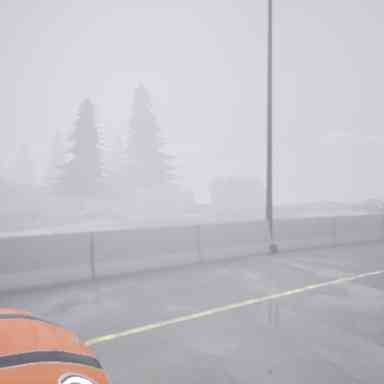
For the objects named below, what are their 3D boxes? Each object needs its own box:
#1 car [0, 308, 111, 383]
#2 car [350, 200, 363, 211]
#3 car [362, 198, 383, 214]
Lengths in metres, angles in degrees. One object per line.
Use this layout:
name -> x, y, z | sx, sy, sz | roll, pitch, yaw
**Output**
car -> -2.672, 1.342, 1.719 | 4.553, 1.767, 2.097 | 0, 0, -36
car -> 20.314, 1.469, 38.145 | 4.674, 1.442, 1.812 | 0, 0, -21
car -> 20.421, 1.553, 34.451 | 4.718, 1.301, 1.895 | 0, 0, -22
